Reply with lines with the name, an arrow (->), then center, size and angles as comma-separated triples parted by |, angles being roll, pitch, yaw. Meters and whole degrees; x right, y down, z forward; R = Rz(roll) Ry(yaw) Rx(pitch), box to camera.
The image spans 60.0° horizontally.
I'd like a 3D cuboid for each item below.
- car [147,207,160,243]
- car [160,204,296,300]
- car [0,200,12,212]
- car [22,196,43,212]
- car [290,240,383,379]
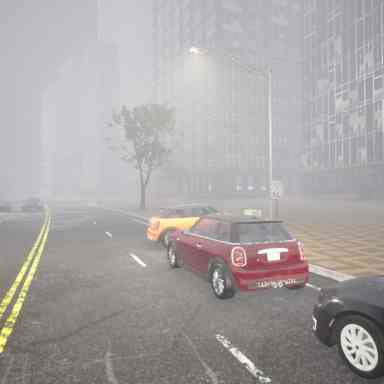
car -> 0.390, 1.276, 14.410 | 4.553, 1.767, 2.097 | -3, 1, -18
car -> 0.887, 1.355, 8.831 | 2.097, 1.767, 4.553 | 0, 0, -22
car -> -21.773, 1.602, 38.030 | 1.994, 1.385, 4.181 | 0, 0, -24
car -> -18.816, 1.393, 39.379 | 2.097, 1.767, 4.553 | 0, 0, -24
car -> 3.620, 1.505, 3.359 | 1.837, 1.490, 4.892 | 0, 0, -35
